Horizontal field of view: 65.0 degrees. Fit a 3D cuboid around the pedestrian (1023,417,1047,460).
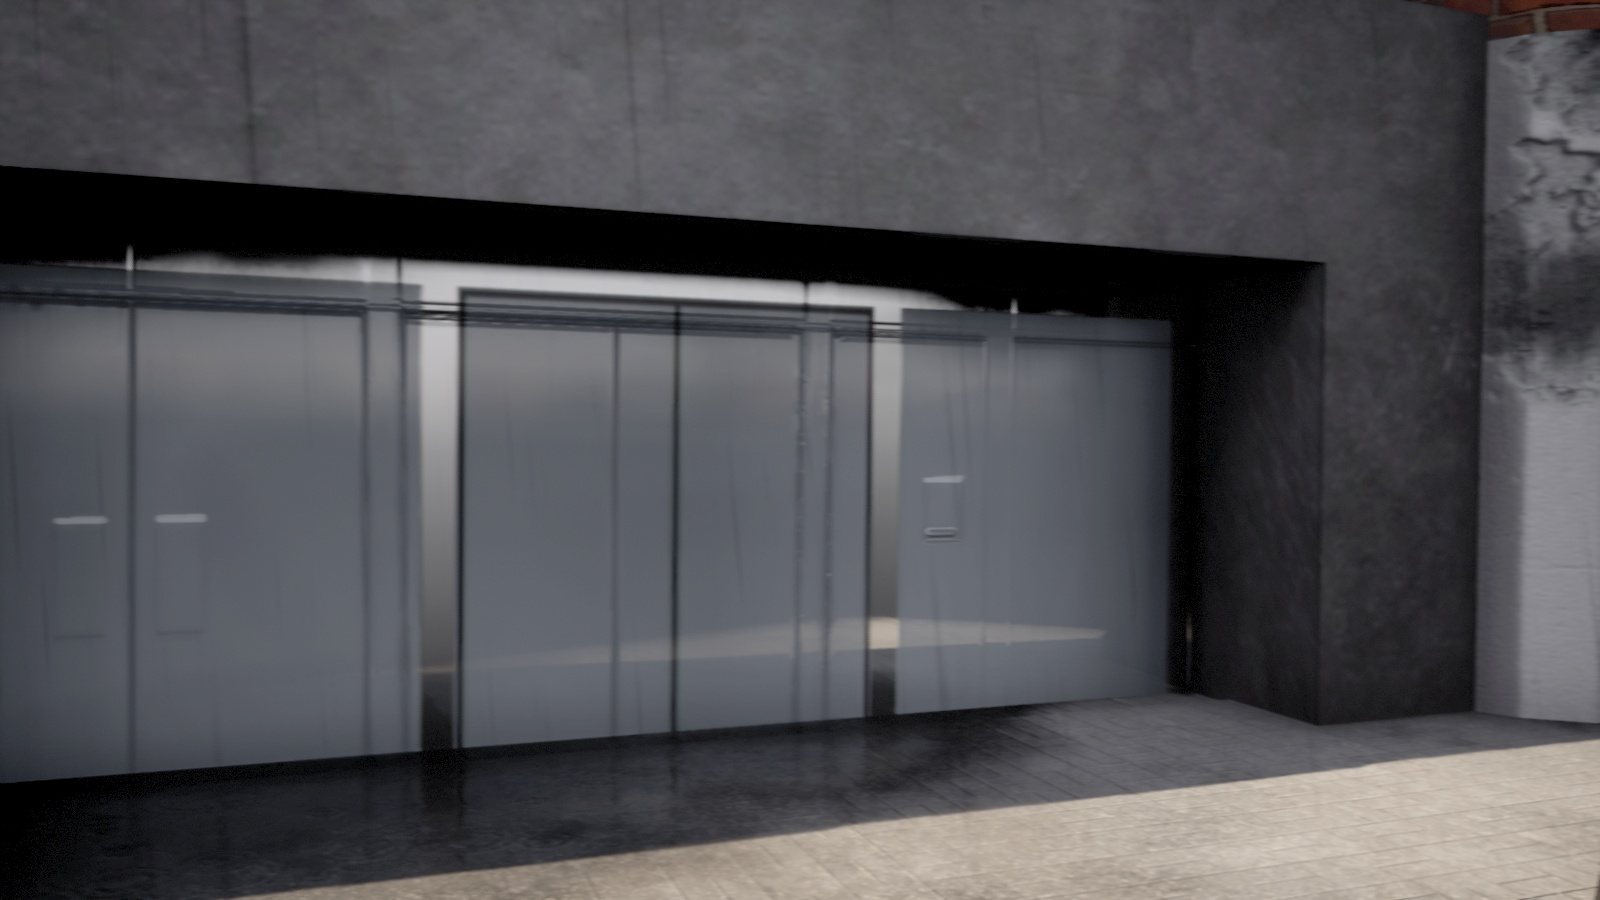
[{"bbox_3d":[10.733,-0.541,57.374,0.659,1.952,0.873,-1,1,-22],"label":"pedestrian"}]
